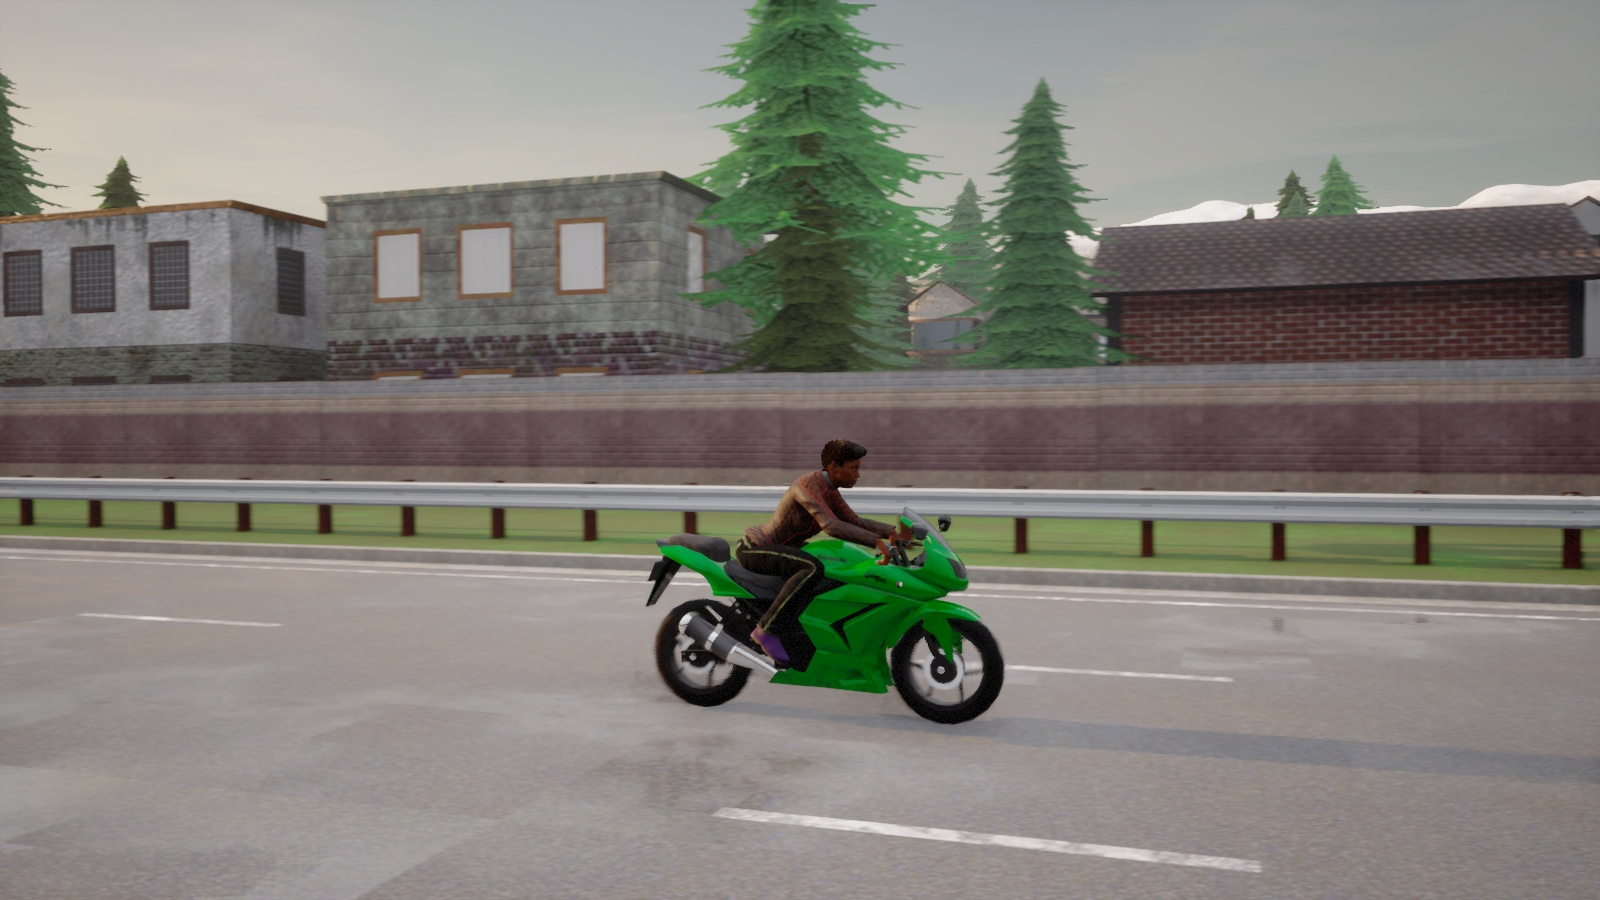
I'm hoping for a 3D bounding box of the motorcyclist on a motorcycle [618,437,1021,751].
[{"bbox_3d":[0.113,0.698,6.848,2.044,1.523,0.797,1,1,19],"label":"motorcyclist on a motorcycle"}]
